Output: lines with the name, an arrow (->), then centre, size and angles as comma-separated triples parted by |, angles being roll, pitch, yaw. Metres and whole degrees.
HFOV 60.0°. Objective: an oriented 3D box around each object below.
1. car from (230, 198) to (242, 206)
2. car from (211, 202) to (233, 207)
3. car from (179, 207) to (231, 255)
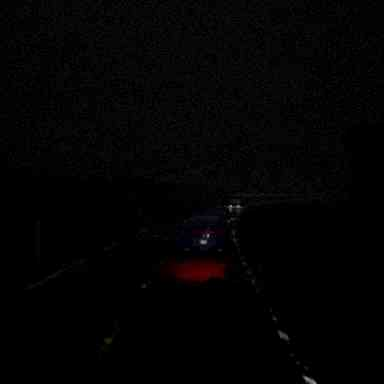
car -> 8.629, 2.002, 65.813 | 1.812, 1.442, 4.674 | 0, 0, 19
car -> 2.186, 1.809, 28.136 | 1.994, 1.385, 4.181 | 0, 0, 10
car -> 0.620, 1.609, 14.071 | 1.882, 1.535, 5.008 | 0, 0, 5
